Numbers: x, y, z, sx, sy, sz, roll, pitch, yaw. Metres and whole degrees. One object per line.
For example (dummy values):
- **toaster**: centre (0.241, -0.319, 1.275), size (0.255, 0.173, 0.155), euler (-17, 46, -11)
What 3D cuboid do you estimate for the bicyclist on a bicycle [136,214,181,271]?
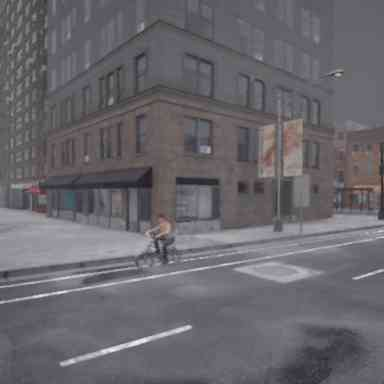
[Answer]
- **bicyclist on a bicycle**: centre (-0.952, 1.442, 9.726), size (1.509, 1.612, 0.866), euler (0, 0, -36)
